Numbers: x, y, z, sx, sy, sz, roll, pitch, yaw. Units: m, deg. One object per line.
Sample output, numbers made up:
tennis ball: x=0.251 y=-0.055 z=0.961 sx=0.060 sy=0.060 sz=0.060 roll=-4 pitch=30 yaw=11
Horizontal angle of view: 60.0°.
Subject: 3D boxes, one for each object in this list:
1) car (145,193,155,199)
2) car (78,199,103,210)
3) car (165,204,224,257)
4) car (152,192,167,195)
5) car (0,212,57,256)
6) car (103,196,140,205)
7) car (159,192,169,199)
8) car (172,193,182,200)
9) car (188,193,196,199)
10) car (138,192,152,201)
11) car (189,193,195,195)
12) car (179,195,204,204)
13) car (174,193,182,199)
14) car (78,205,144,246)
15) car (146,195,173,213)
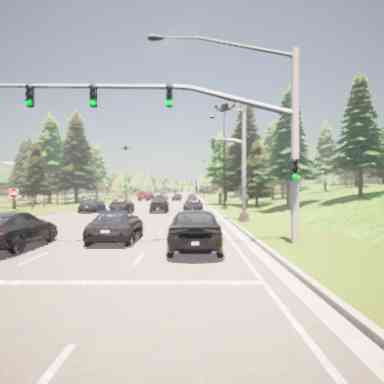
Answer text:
car: x=-10.490 y=1.024 z=82.836 sx=1.882 sy=1.535 sz=5.008 roll=0 pitch=0 yaw=0
car: x=-10.395 y=1.444 z=34.804 sx=1.994 sy=1.385 sz=4.181 roll=0 pitch=0 yaw=0
car: x=0.102 y=1.433 z=12.760 sx=1.882 sy=1.535 sz=5.008 roll=0 pitch=0 yaw=0
car: x=-6.991 y=1.241 z=72.417 sx=1.837 sy=1.490 sz=4.892 roll=0 pitch=0 yaw=0
car: x=-6.898 y=1.481 z=12.824 sx=1.812 sy=1.442 sz=4.674 roll=0 pitch=0 yaw=0
car: x=-6.896 y=1.377 z=32.982 sx=2.128 sy=1.511 sz=4.902 roll=0 pitch=0 yaw=0
car: x=-6.990 y=0.901 z=82.806 sx=2.097 sy=1.767 sz=4.553 roll=0 pitch=0 yaw=0
car: x=-3.491 y=1.266 z=72.416 sx=2.128 sy=1.511 sz=4.902 roll=0 pitch=0 yaw=0
car: x=0.010 y=1.070 z=82.835 sx=1.812 sy=1.442 sz=4.674 roll=0 pitch=0 yaw=0
car: x=-10.491 y=0.967 z=72.446 sx=2.150 sy=2.045 sz=5.566 roll=0 pitch=0 yaw=0
car: x=0.009 y=1.293 z=72.833 sx=1.994 sy=1.385 sz=4.181 roll=0 pitch=0 yaw=0
car: x=0.105 y=1.379 z=32.519 sx=2.128 sy=1.511 sz=4.902 roll=0 pitch=0 yaw=0
car: x=-3.490 y=1.024 z=82.836 sx=1.882 sy=1.535 sz=5.008 roll=0 pitch=0 yaw=0
car: x=-3.398 y=1.512 z=14.990 sx=1.994 sy=1.385 sz=4.181 roll=0 pitch=0 yaw=0
car: x=-3.395 y=1.382 z=35.524 sx=1.837 sy=1.490 sz=4.892 roll=0 pitch=0 yaw=0
